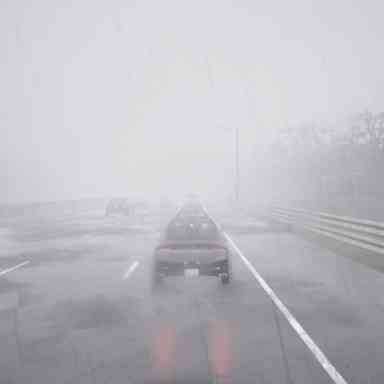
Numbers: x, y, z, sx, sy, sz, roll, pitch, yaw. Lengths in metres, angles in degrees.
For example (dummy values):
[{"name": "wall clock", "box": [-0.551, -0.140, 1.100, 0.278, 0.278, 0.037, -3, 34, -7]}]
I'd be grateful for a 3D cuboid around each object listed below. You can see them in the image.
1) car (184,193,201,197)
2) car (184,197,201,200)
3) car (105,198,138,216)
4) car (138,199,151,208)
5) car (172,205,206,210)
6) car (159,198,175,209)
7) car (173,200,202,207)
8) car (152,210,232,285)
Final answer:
[{"name": "car", "box": [0.094, 1.183, 47.407, 2.150, 2.045, 5.566, 0, 0, 0]}, {"name": "car", "box": [0.097, 1.543, 33.881, 1.994, 1.385, 4.181, 0, 0, 0]}, {"name": "car", "box": [-6.904, 1.331, 32.365, 2.097, 1.767, 4.553, 0, 0, 0]}, {"name": "car", "box": [-6.906, 1.562, 46.403, 1.895, 1.301, 4.718, 0, 0, 0]}, {"name": "car", "box": [-0.002, 1.590, 17.346, 1.895, 1.301, 4.718, 0, 0, 0]}, {"name": "car", "box": [-3.403, 1.511, 45.421, 2.033, 1.411, 5.357, 0, 0, 0]}, {"name": "car", "box": [-0.003, 1.533, 23.914, 2.033, 1.411, 5.357, 0, 0, 0]}, {"name": "car", "box": [-0.002, 1.486, 9.454, 2.128, 1.511, 4.902, 0, 0, 0]}]
